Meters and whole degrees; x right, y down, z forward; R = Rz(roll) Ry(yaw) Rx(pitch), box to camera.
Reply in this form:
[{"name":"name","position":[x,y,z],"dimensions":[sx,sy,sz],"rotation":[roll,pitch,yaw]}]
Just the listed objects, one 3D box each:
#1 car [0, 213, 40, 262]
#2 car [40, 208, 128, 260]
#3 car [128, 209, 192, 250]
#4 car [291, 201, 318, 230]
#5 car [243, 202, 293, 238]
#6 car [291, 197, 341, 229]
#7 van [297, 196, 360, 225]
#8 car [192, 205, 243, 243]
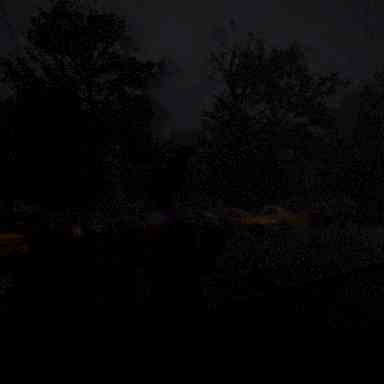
[{"name":"car","position":[-7.540,1.503,10.994],"dimensions":[5.366,1.575,1.946],"rotation":[-1,0,34]},{"name":"car","position":[-4.966,1.376,12.616],"dimensions":[4.553,1.767,2.185],"rotation":[-1,-1,34]},{"name":"car","position":[-2.603,1.539,14.386],"dimensions":[4.674,1.452,2.002],"rotation":[-1,-1,34]},{"name":"car","position":[4.328,1.492,19.842],"dimensions":[5.366,1.575,1.946],"rotation":[-1,-1,33]},{"name":"car","position":[2.289,1.489,17.849],"dimensions":[5.366,1.575,1.946],"rotation":[-1,-1,33]},{"name":"car","position":[6.854,1.364,21.536],"dimensions":[4.553,1.767,2.185],"rotation":[-1,0,32]},{"name":"van","position":[9.257,1.260,23.323],"dimensions":[4.442,1.987,1.878],"rotation":[-1,-1,32]},{"name":"car","position":[-0.230,1.537,16.158],"dimensions":[4.674,1.452,2.002],"rotation":[-1,-1,33]}]
